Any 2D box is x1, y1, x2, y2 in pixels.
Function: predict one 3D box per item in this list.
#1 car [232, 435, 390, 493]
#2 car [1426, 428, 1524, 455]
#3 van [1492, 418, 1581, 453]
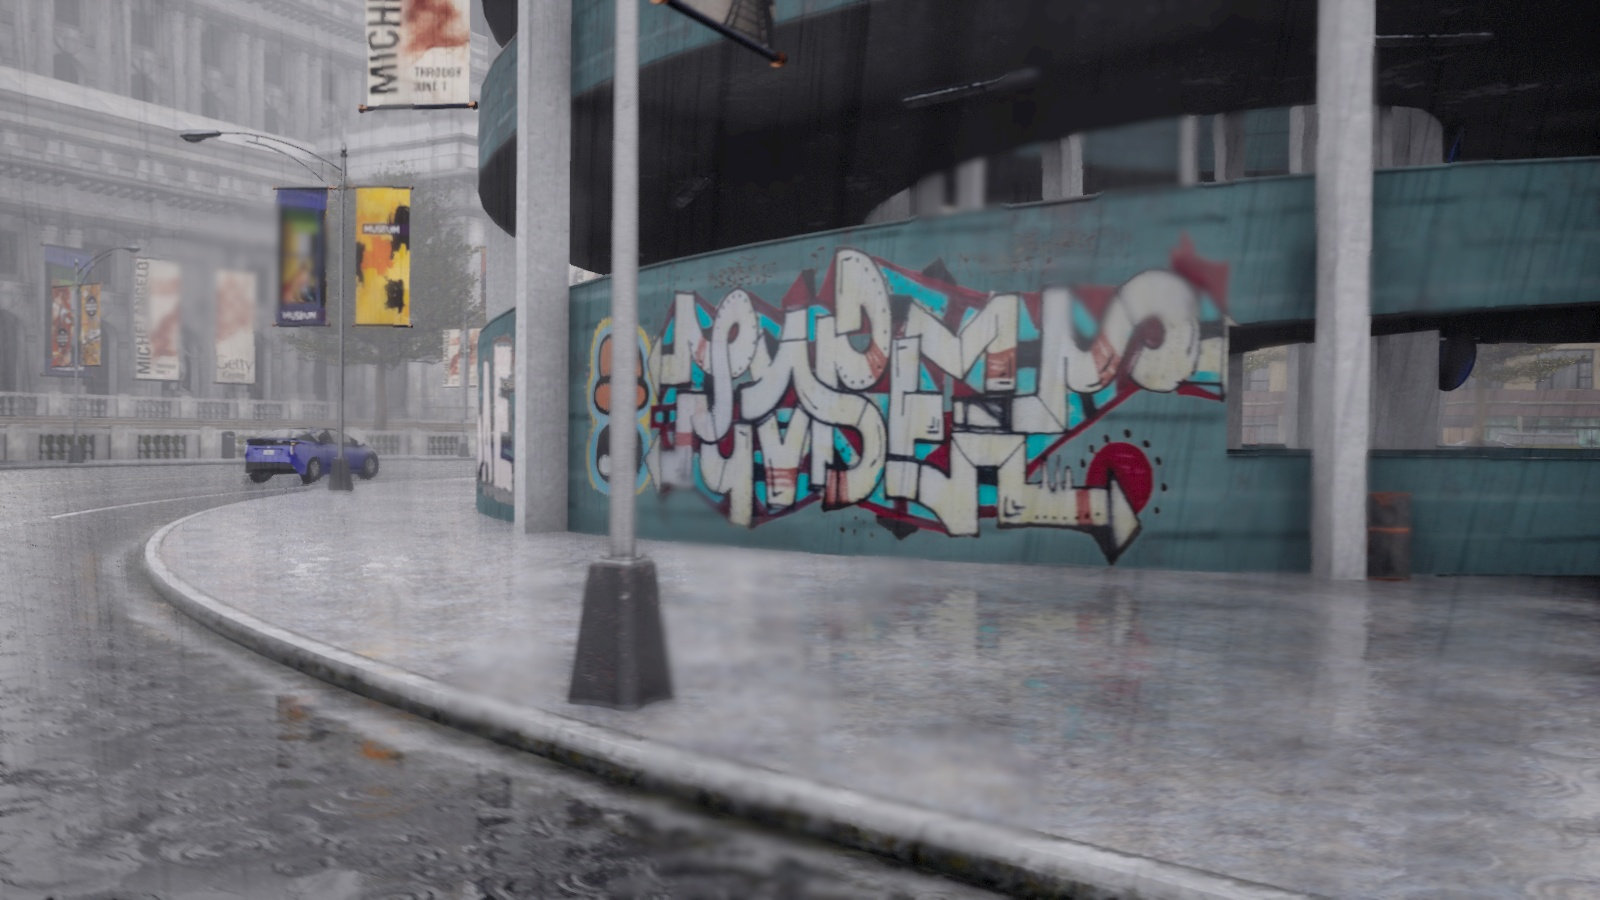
[{"bbox_3d":[-13.615,0.343,35.322,2.007,1.525,4.514,0,1,11],"label":"car"},{"bbox_3d":[38.541,-0.505,71.799,4.892,1.490,1.837,0,1,29],"label":"car"},{"bbox_3d":[42.961,-0.814,73.363,4.442,1.987,1.775,0,1,29],"label":"van"}]
